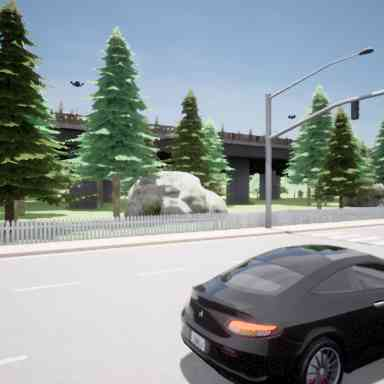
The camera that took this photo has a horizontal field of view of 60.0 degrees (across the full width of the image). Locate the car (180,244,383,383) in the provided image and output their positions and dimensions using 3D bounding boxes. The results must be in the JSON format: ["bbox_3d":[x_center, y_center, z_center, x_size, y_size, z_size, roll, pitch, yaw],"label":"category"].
[{"bbox_3d":[2.082,1.524,4.908,4.674,1.442,1.812,0,0,-29],"label":"car"}]
